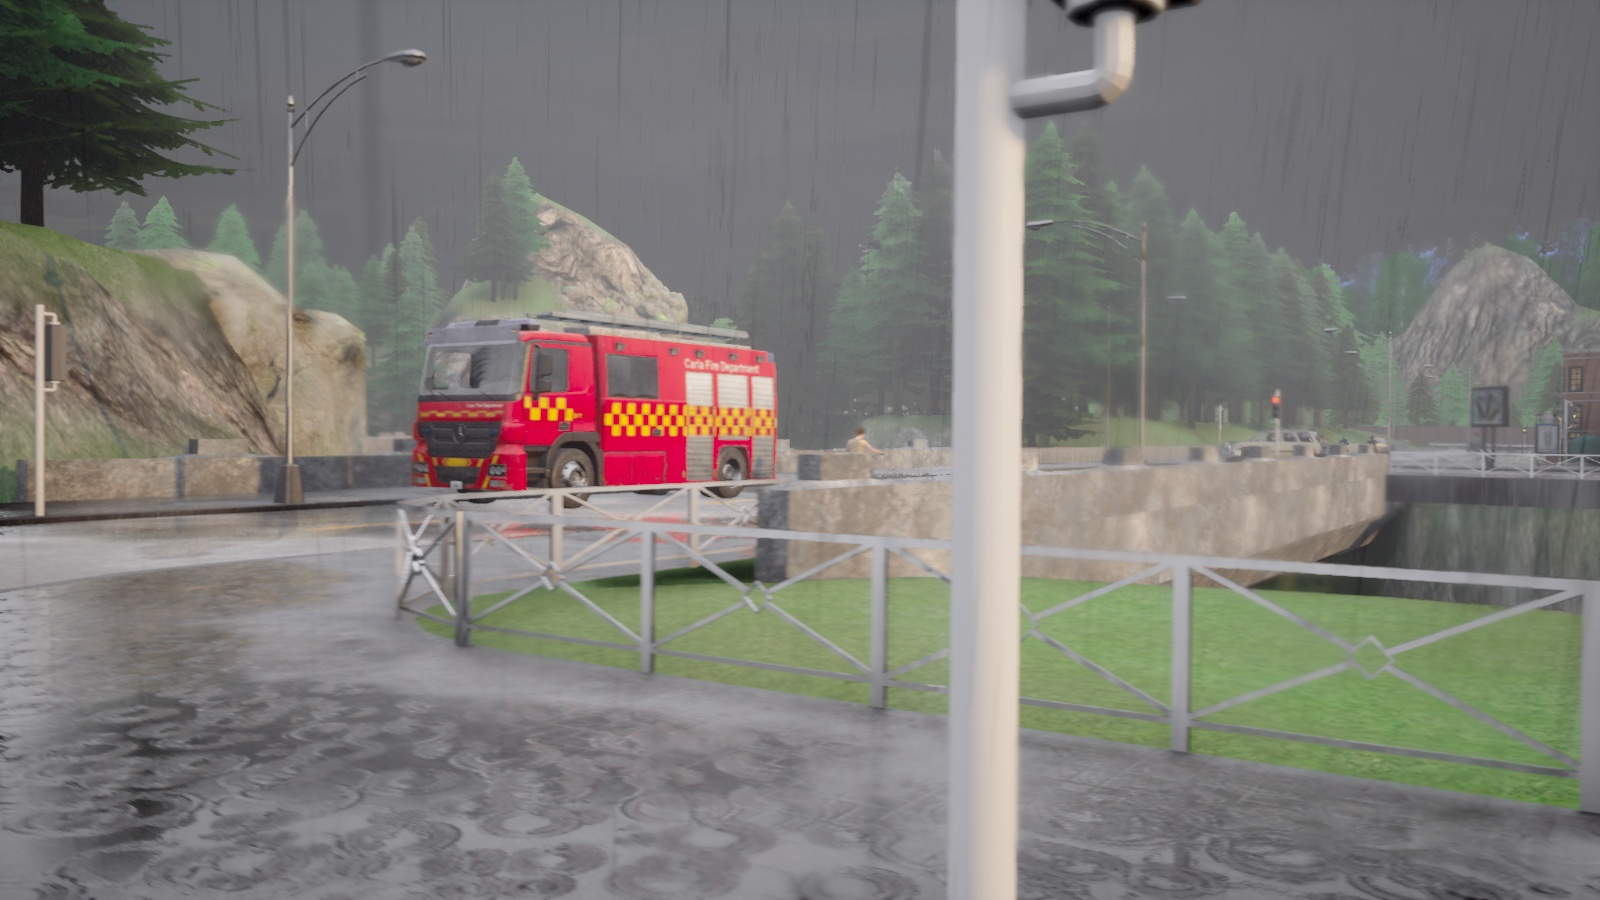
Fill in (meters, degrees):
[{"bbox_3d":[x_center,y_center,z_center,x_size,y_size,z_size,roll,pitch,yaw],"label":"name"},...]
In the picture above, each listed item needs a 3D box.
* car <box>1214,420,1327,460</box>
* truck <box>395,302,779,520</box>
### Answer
[{"bbox_3d":[22.311,-0.468,59.614,4.605,1.855,1.932,-1,0,-5],"label":"car"},{"bbox_3d":[-4.051,-0.756,26.355,2.891,3.827,8.468,0,1,34],"label":"truck"}]
